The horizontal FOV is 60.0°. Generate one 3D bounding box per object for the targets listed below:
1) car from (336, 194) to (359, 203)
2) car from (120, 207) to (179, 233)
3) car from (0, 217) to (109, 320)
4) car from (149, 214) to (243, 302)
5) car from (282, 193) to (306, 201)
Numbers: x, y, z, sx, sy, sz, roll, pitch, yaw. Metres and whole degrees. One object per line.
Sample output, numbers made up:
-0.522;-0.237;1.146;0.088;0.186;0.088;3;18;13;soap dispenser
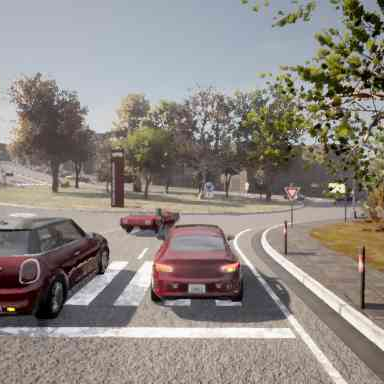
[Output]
24.616;0.885;52.532;2.033;1.411;5.357;1;2;44;car
-2.161;1.478;18.614;1.895;1.301;4.718;0;1;14;car
-3.374;1.330;7.438;2.097;1.767;4.553;0;1;1;car
0.105;1.498;8.074;1.812;1.442;4.674;0;0;0;car
17.353;0.792;57.045;1.895;1.301;4.718;0;2;-15;car
